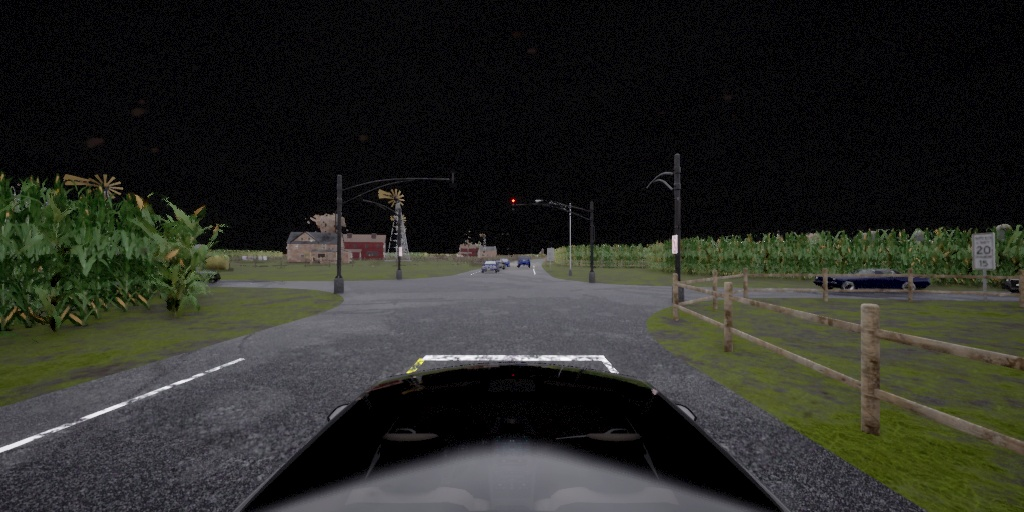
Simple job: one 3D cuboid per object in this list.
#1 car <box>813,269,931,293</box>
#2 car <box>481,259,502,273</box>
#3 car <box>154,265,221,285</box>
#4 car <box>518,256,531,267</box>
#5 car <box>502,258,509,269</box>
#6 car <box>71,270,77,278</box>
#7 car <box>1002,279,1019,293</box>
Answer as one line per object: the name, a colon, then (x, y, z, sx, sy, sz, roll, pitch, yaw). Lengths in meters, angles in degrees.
car: (20.381, 1.401, 20.565, 4.718, 1.301, 1.895, 0, -1, 9)
car: (-2.595, 1.271, 43.898, 1.812, 1.442, 4.674, 0, 0, 3)
car: (-22.978, 1.210, 25.058, 4.892, 1.490, 1.837, 0, -1, 9)
car: (2.248, 0.950, 64.284, 2.150, 2.045, 5.566, 0, 0, 4)
car: (-2.066, 1.303, 53.904, 1.994, 1.385, 4.181, 0, 0, 5)
car: (-32.809, 1.185, 26.701, 4.902, 1.511, 2.128, 0, -1, 9)
car: (29.349, 1.377, 19.016, 4.181, 1.385, 1.994, 0, -1, 10)
